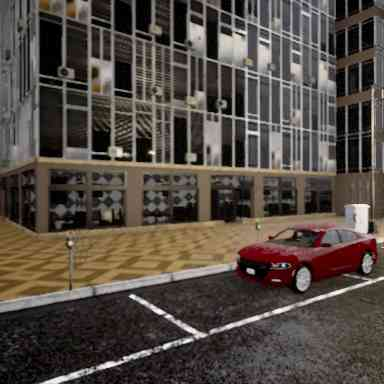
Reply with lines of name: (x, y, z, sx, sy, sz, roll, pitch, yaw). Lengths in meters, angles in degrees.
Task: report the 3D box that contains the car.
car: (3.151, 1.538, 8.815, 4.507, 1.381, 1.887, 0, 0, -36)
